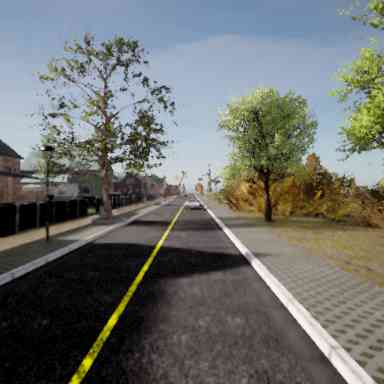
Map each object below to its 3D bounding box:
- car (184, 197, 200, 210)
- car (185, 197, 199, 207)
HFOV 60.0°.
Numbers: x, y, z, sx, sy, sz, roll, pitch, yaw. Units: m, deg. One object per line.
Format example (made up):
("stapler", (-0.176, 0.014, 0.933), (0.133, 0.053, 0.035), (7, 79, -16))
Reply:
("car", (0.014, 1.548, 42.448), (1.895, 1.301, 4.718), (0, 0, 0))
("car", (0.017, 1.483, 52.441), (2.033, 1.411, 5.357), (0, 0, 0))
